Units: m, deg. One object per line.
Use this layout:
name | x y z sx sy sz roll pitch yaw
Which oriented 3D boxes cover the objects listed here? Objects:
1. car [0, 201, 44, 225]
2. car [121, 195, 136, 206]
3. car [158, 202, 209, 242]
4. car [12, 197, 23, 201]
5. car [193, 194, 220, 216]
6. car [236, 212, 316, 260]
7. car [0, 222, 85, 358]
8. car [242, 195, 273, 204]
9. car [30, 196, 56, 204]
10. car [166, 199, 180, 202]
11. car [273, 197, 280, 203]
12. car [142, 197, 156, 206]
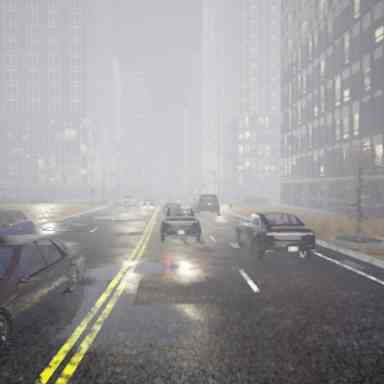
car | -6.977 1.367 11.041 2.097 1.767 4.553 0 0 -3
car | -10.082 1.268 52.978 2.097 1.767 4.553 0 0 -5
car | -0.620 1.489 16.477 2.128 1.511 4.902 0 0 -4
car | -32.587 1.454 59.618 4.206 1.307 1.802 0 0 -3
car | 1.393 1.204 32.900 2.150 2.045 5.566 0 0 -5
car | 2.897 1.482 12.353 2.128 1.511 4.902 0 0 -3
car | -3.498 1.554 6.022 2.033 1.411 5.357 0 0 -2
car | 11.937 1.457 62.486 5.009 1.841 2.192 0 0 -4
car | -26.910 1.474 59.935 4.313 1.339 1.947 0 0 -3
car | -1.968 1.482 34.146 2.128 1.511 4.902 0 0 -5
car | 16.873 1.562 71.191 4.829 1.417 1.752 0 0 -4
car | -6.821 1.479 52.957 2.128 1.511 4.902 0 0 -4
